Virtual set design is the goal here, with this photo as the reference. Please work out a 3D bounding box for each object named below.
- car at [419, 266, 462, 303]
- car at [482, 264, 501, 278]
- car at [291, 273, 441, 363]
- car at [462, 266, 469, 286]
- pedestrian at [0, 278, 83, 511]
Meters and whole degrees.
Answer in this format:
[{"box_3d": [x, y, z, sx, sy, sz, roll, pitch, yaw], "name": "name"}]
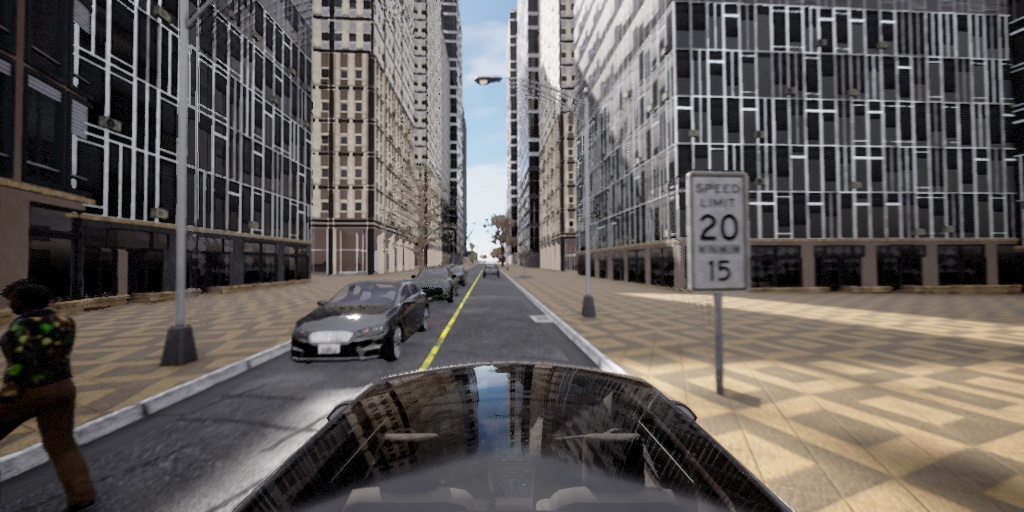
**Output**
[{"box_3d": [-3.821, 1.289, 17.871, 2.097, 1.767, 4.553, 0, -1, -4], "name": "car"}, {"box_3d": [-2.343, 1.646, 40.655, 2.128, 1.511, 4.902, 0, -1, -4], "name": "car"}, {"box_3d": [-3.207, 1.331, 8.514, 2.128, 1.511, 4.902, 0, -1, -3], "name": "car"}, {"box_3d": [-4.483, 1.548, 28.212, 1.837, 1.490, 4.892, 0, 0, -4], "name": "car"}, {"box_3d": [-3.710, 1.079, 2.745, 0.375, 1.860, 0.375, 0, -1, -4], "name": "pedestrian"}]
